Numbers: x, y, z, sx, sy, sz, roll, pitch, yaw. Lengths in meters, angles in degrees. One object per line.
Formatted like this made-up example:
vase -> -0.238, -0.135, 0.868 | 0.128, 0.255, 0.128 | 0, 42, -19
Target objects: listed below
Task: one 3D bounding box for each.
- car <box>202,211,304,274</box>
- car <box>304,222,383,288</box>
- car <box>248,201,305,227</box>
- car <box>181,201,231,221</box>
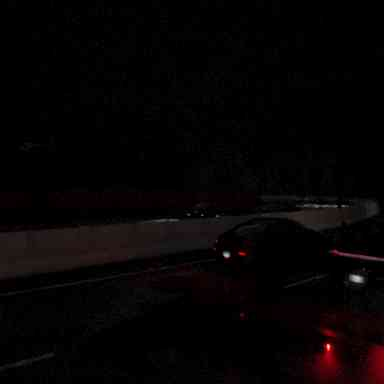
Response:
car -> 2.717, 1.541, 10.669 | 4.674, 1.442, 1.812 | 0, 0, -40
car -> 5.105, 1.497, 8.125 | 4.902, 1.511, 2.128 | 0, 0, -40
car -> 6.213, 1.511, 24.066 | 1.882, 1.535, 5.008 | 0, 0, 42
car -> 1.279, 1.579, 29.010 | 1.812, 1.442, 4.674 | 0, 0, 42
